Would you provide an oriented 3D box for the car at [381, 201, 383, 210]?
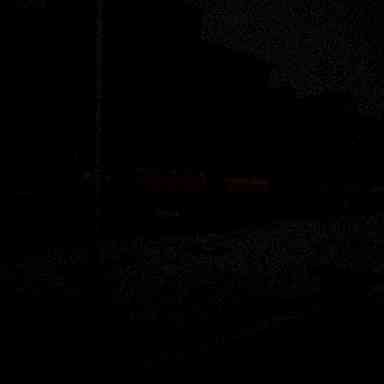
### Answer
[{"bbox_3d":[31.241,2.126,53.416,1.967,1.590,4.097,1,-1,-36],"label":"car"}]
